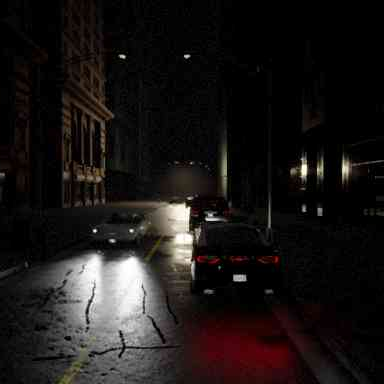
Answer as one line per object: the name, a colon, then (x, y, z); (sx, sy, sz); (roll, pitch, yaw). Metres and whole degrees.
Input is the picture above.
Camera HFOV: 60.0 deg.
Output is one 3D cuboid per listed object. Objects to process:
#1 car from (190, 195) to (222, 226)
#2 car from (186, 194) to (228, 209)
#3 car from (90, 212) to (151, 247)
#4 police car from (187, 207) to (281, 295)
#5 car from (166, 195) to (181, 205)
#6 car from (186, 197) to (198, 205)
car: (0.923, 1.234, 24.797); (2.150, 2.045, 5.566); (0, 0, 0)
car: (0.917, 1.230, 18.796); (2.150, 2.045, 5.566); (0, 0, 0)
car: (-3.087, 1.603, 15.179); (1.895, 1.301, 4.718); (0, 0, 0)
police car: (0.906, 1.425, 8.876); (1.930, 1.638, 5.238); (0, 0, 0)
car: (-2.944, 1.495, 58.470); (1.882, 1.535, 5.008); (0, 0, 0)
car: (0.058, 1.564, 59.869); (2.033, 1.411, 5.357); (0, 0, 0)
